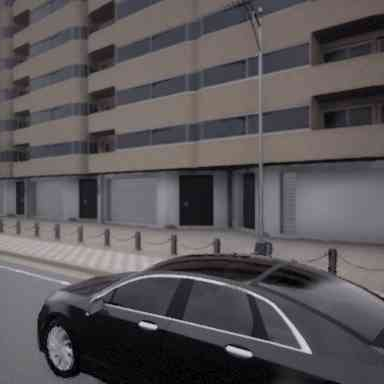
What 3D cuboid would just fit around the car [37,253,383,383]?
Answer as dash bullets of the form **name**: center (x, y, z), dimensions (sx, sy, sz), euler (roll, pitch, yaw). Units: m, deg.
- **car**: center (0.118, 1.510, 3.908), dimensions (4.892, 1.490, 1.837), euler (0, 0, 36)
